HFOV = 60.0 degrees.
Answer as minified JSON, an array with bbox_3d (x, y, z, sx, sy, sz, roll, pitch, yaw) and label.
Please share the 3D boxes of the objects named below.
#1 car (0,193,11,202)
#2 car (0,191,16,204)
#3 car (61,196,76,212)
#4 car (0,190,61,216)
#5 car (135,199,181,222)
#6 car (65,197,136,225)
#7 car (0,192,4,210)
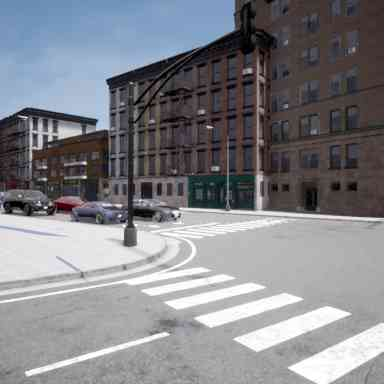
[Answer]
[{"bbox_3d":[-33.169,0.897,57.589,4.674,1.442,1.812,1,0,43],"label":"car"},{"bbox_3d":[-27.611,0.786,48.214,4.553,1.767,2.097,1,0,41],"label":"car"},{"bbox_3d":[-10.399,1.125,29.266,5.008,1.535,1.882,1,0,39],"label":"car"},{"bbox_3d":[-13.540,0.839,27.610,5.566,2.045,2.150,1,0,39],"label":"car"},{"bbox_3d":[-2.948,1.239,23.445,4.902,1.511,2.128,1,0,38],"label":"car"},{"bbox_3d":[-6.030,1.281,21.719,4.181,1.385,1.994,1,0,37],"label":"car"},{"bbox_3d":[-21.149,0.876,33.850,4.553,1.767,2.097,1,0,40],"label":"car"}]
